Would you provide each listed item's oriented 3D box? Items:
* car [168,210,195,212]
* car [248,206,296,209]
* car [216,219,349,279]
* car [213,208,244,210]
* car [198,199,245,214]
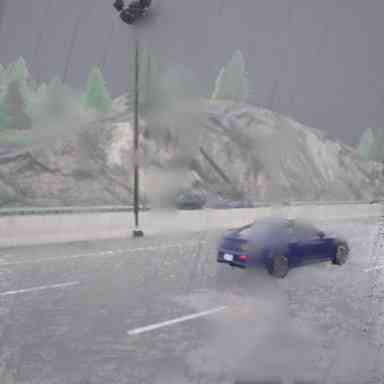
[{"bbox_3d":[-0.677,1.270,37.899,5.566,2.045,2.150,0,0,-35],"label":"car"},{"bbox_3d":[7.658,1.560,30.925,4.892,1.490,1.837,0,0,-35],"label":"car"},{"bbox_3d":[2.819,1.544,10.056,4.674,1.442,1.812,0,0,-36],"label":"car"},{"bbox_3d":[4.603,1.600,33.063,5.357,1.411,2.033,0,0,-35],"label":"car"},{"bbox_3d":[3.271,1.545,36.399,4.902,1.511,2.128,0,0,-35],"label":"car"}]
